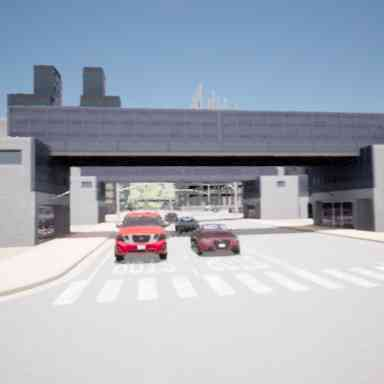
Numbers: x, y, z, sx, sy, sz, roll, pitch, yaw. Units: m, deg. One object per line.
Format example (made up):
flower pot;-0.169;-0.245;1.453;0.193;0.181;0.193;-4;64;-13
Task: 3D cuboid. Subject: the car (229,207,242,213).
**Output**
car;11.613;5.063;93.190;1.932;1.855;4.605;-1;-3;-8

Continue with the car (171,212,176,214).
car;-2.944;3.701;48.644;1.882;1.535;5.008;-1;-3;-7

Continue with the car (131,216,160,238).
car;-3.758;2.782;27.166;2.128;1.511;4.902;-1;-3;-7

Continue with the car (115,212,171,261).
car;-2.344;1.993;16.071;2.150;2.045;5.566;-1;-3;-7

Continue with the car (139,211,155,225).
car;-6.270;3.566;46.970;2.097;1.767;4.553;-1;-3;-7

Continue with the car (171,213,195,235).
car;-0.408;2.833;28.538;2.033;1.411;5.357;-1;-3;-7

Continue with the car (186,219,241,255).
car;1.097;2.306;16.918;1.994;1.385;4.181;-1;-3;-7
